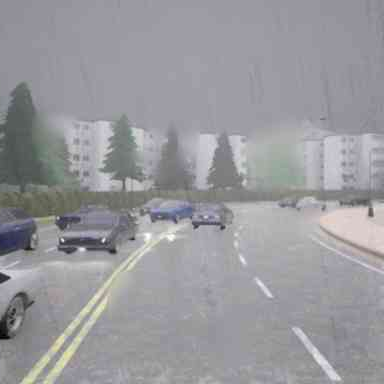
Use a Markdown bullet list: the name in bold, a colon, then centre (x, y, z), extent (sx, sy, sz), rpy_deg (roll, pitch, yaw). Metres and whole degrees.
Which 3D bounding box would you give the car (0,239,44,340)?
- **car**: centre (-3.571, 1.580, 3.702), extent (1.895, 1.301, 4.718), rpy_deg (0, 0, 0)

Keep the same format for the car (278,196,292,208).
- **car**: centre (12.061, 1.171, 39.002), extent (2.033, 1.411, 5.357), rpy_deg (0, 1, 43)

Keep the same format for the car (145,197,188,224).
- **car**: centre (-1.273, 1.279, 23.587), extent (1.882, 1.535, 5.008), rpy_deg (0, 1, 19)

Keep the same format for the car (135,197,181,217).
- **car**: centre (-2.844, 1.263, 29.302), extent (1.837, 1.490, 4.892), rpy_deg (0, 1, 24)

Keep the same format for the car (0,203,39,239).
- **car**: centre (-6.870, 1.284, 10.580), extent (2.097, 1.767, 4.553), rpy_deg (0, 0, 3)

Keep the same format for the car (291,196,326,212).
- **car**: centre (12.042, 1.195, 33.678), extent (1.812, 1.442, 4.674), rpy_deg (0, 1, 37)

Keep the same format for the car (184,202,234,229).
- **car**: centre (1.369, 1.369, 20.155), extent (2.033, 1.411, 5.357), rpy_deg (0, 0, 14)

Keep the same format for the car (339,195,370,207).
- **car**: centre (20.514, 1.063, 41.818), extent (4.902, 1.511, 2.128), rpy_deg (-1, 1, -33)

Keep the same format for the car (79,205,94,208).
- **car**: centre (-5.955, 1.453, 19.587), extent (1.895, 1.301, 4.718), rpy_deg (0, 1, 12)

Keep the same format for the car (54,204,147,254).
- **car**: centre (-3.423, 1.444, 13.347), extent (2.033, 1.411, 5.357), rpy_deg (0, 0, 3)
